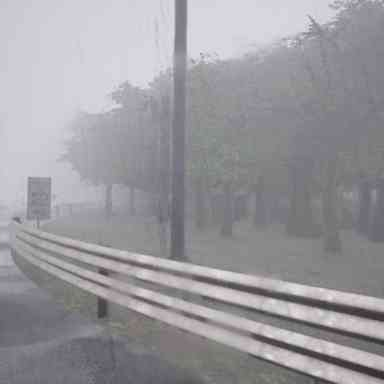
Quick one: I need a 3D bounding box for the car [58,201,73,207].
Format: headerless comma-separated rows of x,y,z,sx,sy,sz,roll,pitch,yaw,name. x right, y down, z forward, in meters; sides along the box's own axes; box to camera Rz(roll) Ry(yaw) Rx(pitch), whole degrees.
-27.110,2.577,71.760,1.895,1.301,4.718,1,-1,-1,car

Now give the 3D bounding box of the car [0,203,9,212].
-26.386,1.973,43.957,2.033,1.411,5.357,1,-1,-2,car
